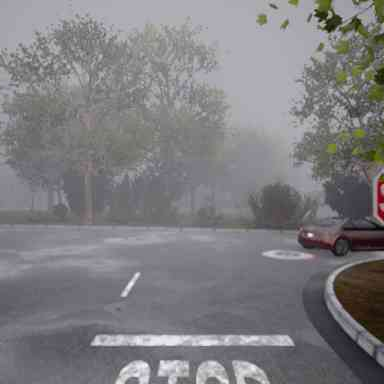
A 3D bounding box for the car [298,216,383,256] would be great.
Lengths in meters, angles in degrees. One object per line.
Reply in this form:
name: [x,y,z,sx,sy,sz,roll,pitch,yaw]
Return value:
car: [6.374,1.669,13.265,4.181,1.385,1.994,2,-1,-20]
